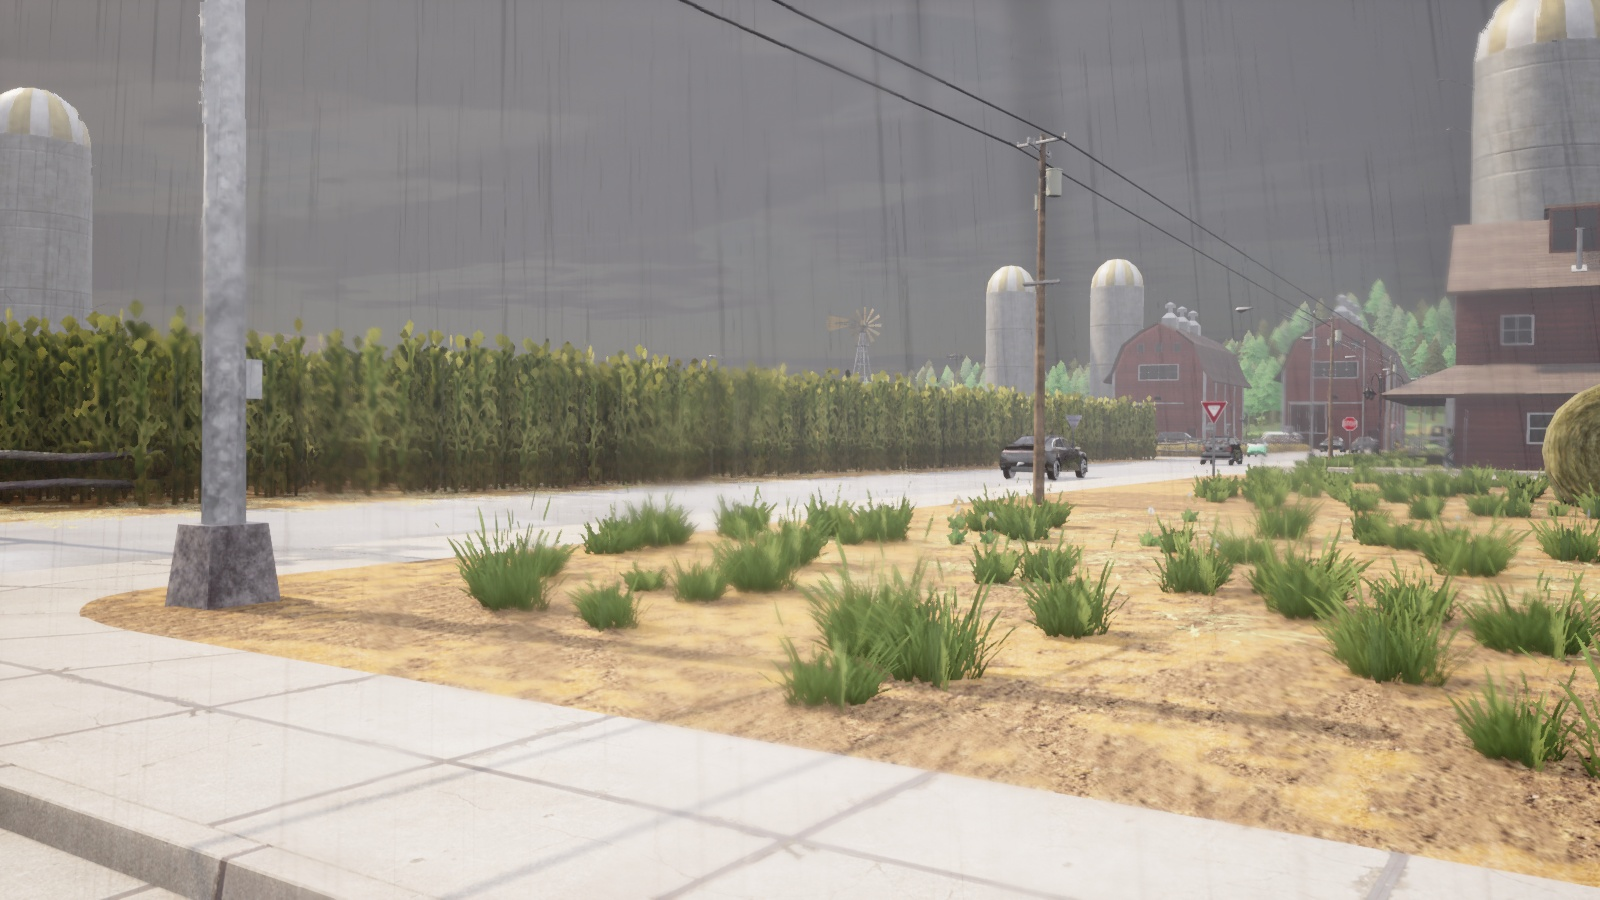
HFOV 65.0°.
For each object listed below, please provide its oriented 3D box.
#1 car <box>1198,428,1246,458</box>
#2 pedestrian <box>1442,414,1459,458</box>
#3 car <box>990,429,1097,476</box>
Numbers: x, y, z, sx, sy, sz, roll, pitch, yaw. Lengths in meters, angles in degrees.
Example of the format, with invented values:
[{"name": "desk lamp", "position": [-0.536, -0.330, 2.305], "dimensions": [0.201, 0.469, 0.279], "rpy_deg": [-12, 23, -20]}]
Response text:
[{"name": "car", "position": [22.744, -0.384, 67.593], "dimensions": [1.789, 1.549, 3.705], "rpy_deg": [0, 1, 29]}, {"name": "pedestrian", "position": [27.450, -0.571, 53.008], "dimensions": [0.614, 1.847, 0.353], "rpy_deg": [0, 1, 27]}, {"name": "car", "position": [8.503, 0.052, 43.501], "dimensions": [2.128, 1.511, 4.902], "rpy_deg": [0, 1, 31]}]
